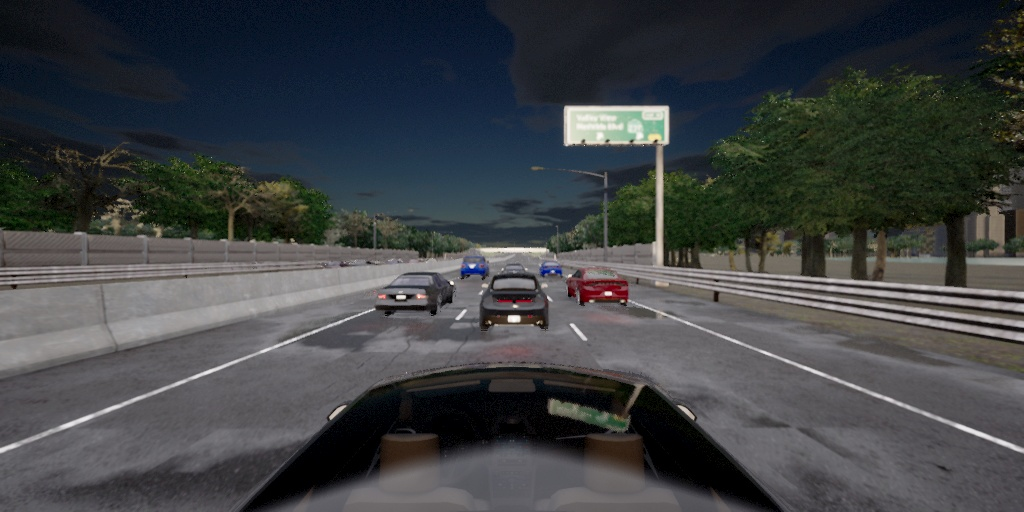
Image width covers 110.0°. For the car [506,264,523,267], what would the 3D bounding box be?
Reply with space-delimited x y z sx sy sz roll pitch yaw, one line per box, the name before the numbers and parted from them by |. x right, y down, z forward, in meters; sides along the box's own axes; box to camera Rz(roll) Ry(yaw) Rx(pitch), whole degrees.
car | 0.168 1.330 28.465 2.033 1.411 5.357 0 0 1

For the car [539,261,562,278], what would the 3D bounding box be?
car | 3.722 1.266 34.960 1.882 1.535 5.008 0 0 0

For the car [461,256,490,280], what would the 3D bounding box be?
car | -3.297 1.008 32.470 2.150 2.045 5.566 0 0 0

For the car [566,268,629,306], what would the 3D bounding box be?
car | 3.617 1.250 15.892 1.882 1.535 5.008 0 0 0

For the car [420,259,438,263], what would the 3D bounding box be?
car | -13.653 1.290 61.261 1.882 1.535 5.008 0 0 1

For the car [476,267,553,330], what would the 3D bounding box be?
car | 0.083 1.272 11.114 1.837 1.490 4.892 0 0 1

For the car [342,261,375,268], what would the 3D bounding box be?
car | -17.415 1.300 41.623 1.837 1.490 4.892 0 0 1

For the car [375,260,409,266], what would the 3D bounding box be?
car | -13.913 1.357 41.754 1.994 1.385 4.181 0 0 1

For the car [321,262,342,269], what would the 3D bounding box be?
car | -20.902 1.358 42.661 1.994 1.385 4.181 0 0 1

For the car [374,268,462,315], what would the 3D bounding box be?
car | -3.394 1.317 13.536 2.033 1.411 5.357 0 0 0
